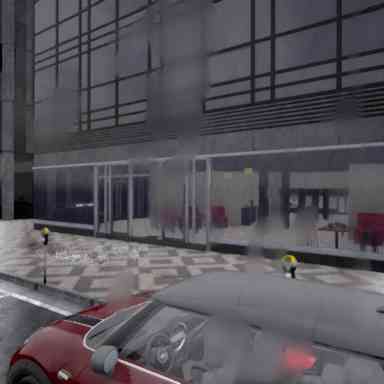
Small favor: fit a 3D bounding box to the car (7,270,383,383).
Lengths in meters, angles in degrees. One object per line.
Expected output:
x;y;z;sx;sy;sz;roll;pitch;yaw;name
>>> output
0.196;1.440;2.820;4.097;1.590;1.967;0;0;36;car
